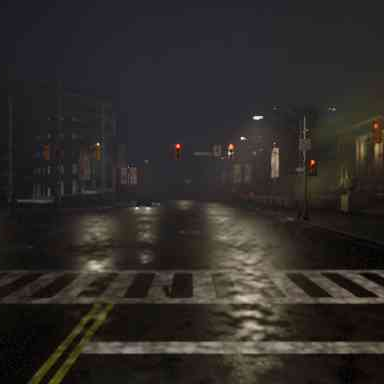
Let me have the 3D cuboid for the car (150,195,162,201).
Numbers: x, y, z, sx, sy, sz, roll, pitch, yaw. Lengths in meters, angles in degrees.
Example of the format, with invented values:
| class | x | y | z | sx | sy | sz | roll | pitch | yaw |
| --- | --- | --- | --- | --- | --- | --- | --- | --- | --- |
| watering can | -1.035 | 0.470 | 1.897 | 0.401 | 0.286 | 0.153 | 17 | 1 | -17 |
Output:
| class | x | y | z | sx | sy | sz | roll | pitch | yaw |
| --- | --- | --- | --- | --- | --- | --- | --- | --- | --- |
| car | -8.483 | 1.388 | 78.848 | 1.882 | 1.535 | 5.008 | 0 | 0 | -18 |

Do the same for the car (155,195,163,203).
| class | x | y | z | sx | sy | sz | roll | pitch | yaw |
| --- | --- | --- | --- | --- | --- | --- | --- | --- | --- |
| car | -6.892 | 1.472 | 66.019 | 2.033 | 1.411 | 5.357 | 0 | 0 | 1 |

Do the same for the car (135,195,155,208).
| class | x | y | z | sx | sy | sz | roll | pitch | yaw |
| --- | --- | --- | --- | --- | --- | --- | --- | --- | --- |
| car | -6.990 | 1.422 | 48.610 | 1.882 | 1.535 | 5.008 | 0 | 0 | 1 |
